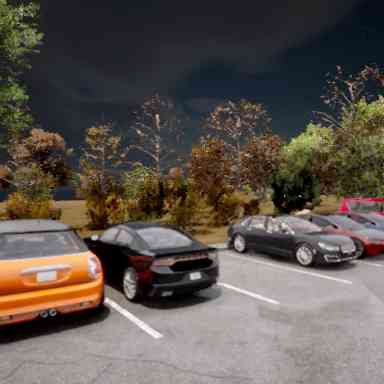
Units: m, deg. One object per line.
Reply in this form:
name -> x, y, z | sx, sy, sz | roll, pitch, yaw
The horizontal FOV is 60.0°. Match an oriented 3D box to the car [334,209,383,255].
car -> 5.551, 1.623, 13.511 | 2.163, 1.488, 4.792 | 1, 0, -35

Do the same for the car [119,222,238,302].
car -> -1.362, 1.515, 8.618 | 2.097, 1.535, 5.008 | 1, 0, -35

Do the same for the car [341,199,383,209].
car -> 10.153, 1.394, 16.790 | 2.435, 2.045, 5.566 | 1, 0, -35

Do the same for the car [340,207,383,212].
car -> 7.851, 1.649, 15.149 | 2.163, 1.488, 4.792 | 1, 0, -35

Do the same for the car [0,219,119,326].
car -> -3.545, 1.364, 7.031 | 2.185, 1.767, 4.553 | 1, 0, -35

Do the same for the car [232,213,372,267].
car -> 3.333, 1.569, 11.976 | 2.231, 1.521, 4.892 | 1, 0, -35
